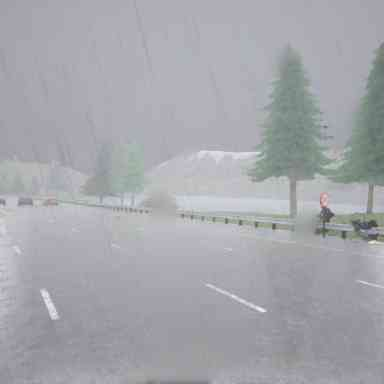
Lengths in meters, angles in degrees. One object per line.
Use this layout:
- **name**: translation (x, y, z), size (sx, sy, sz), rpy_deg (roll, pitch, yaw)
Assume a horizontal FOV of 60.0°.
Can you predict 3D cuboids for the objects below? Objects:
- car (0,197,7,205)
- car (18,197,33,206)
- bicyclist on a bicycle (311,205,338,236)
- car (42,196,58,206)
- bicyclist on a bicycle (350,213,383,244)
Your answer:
- **car**: translation (-32.451, 1.526, 56.119), size (1.812, 1.442, 4.674), rpy_deg (0, 0, -32)
- **car**: translation (-27.542, 1.491, 54.965), size (2.128, 1.511, 4.902), rpy_deg (0, 0, -33)
- **bicyclist on a bicycle**: translation (6.769, 1.420, 16.910), size (1.656, 1.620, 0.582), rpy_deg (4, -2, -18)
- **car**: translation (-23.640, 1.478, 55.371), size (1.882, 1.535, 5.008), rpy_deg (0, 0, -33)
- **bicyclist on a bicycle**: translation (7.747, 1.729, 14.650), size (1.620, 1.656, 0.582), rpy_deg (0, 0, -4)
